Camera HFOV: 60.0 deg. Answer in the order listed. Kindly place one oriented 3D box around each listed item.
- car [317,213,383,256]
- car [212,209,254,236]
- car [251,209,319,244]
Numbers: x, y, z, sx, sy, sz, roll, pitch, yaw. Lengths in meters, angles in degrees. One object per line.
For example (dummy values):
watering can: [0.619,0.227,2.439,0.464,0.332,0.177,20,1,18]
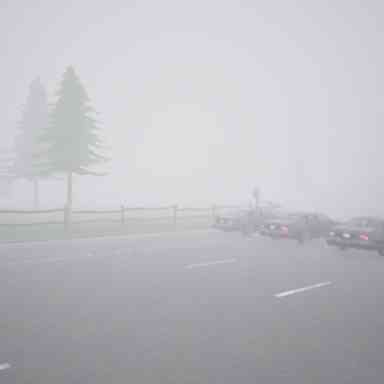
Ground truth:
car: [7.725,1.677,13.681,5.357,1.411,2.033,1,0,-35]
car: [3.658,1.678,19.378,5.357,1.411,2.033,1,0,-35]
car: [5.692,1.677,16.530,5.357,1.411,2.033,1,0,-35]
